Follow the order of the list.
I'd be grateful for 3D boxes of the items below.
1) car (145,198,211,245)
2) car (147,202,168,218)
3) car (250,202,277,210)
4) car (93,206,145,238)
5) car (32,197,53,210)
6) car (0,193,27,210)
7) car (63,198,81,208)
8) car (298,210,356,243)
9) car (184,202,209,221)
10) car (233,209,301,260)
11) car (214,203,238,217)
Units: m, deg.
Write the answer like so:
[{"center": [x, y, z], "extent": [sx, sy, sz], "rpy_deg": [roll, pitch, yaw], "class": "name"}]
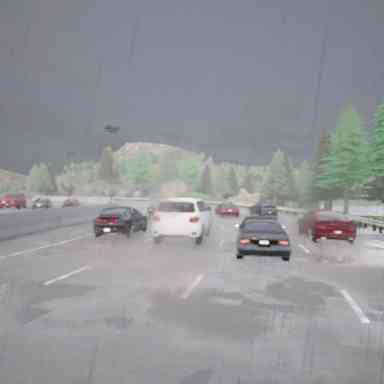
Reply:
[{"center": [-0.345, 1.294, 16.250], "extent": [2.150, 2.045, 5.566], "rpy_deg": [1, 0, 8], "class": "car"}, {"center": [-3.306, 1.709, 32.692], "extent": [1.895, 1.301, 4.718], "rpy_deg": [1, 0, -3], "class": "car"}, {"center": [7.120, 1.746, 33.519], "extent": [2.128, 1.511, 4.902], "rpy_deg": [1, 0, -4], "class": "car"}, {"center": [-3.689, 1.538, 17.939], "extent": [1.837, 1.490, 4.892], "rpy_deg": [1, 0, 7], "class": "car"}, {"center": [-19.112, 1.429, 42.596], "extent": [2.128, 1.511, 4.902], "rpy_deg": [1, 0, -14], "class": "car"}, {"center": [-22.494, 1.108, 41.993], "extent": [2.150, 2.045, 5.566], "rpy_deg": [1, 0, -14], "class": "car"}, {"center": [-16.016, 1.553, 44.583], "extent": [1.994, 1.385, 4.181], "rpy_deg": [1, 0, -15], "class": "car"}, {"center": [6.754, 1.651, 17.197], "extent": [1.882, 1.535, 5.008], "rpy_deg": [1, 0, 6], "class": "car"}, {"center": [0.318, 1.694, 30.358], "extent": [2.033, 1.411, 5.357], "rpy_deg": [1, 0, -2], "class": "car"}, {"center": [2.669, 1.645, 12.912], "extent": [2.033, 1.411, 5.357], "rpy_deg": [1, 0, 9], "class": "car"}, {"center": [3.537, 1.773, 34.375], "extent": [1.994, 1.385, 4.181], "rpy_deg": [1, 0, -5], "class": "car"}]
